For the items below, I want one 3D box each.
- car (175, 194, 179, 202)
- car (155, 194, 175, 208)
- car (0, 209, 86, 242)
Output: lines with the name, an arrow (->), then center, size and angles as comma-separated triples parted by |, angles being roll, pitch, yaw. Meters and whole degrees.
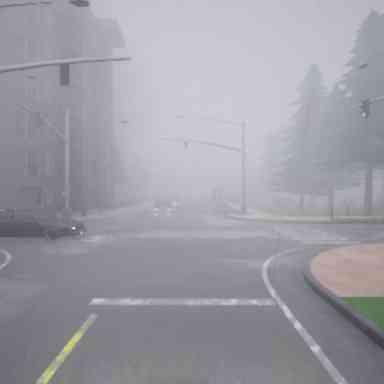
car -> -3.556, 1.117, 63.340 | 2.128, 1.511, 4.902 | 0, 0, 0
car -> -3.616, 1.225, 42.502 | 1.882, 1.535, 5.008 | 0, 1, 0
car -> -7.779, 1.486, 15.365 | 5.357, 1.411, 2.033 | 0, 0, -1
